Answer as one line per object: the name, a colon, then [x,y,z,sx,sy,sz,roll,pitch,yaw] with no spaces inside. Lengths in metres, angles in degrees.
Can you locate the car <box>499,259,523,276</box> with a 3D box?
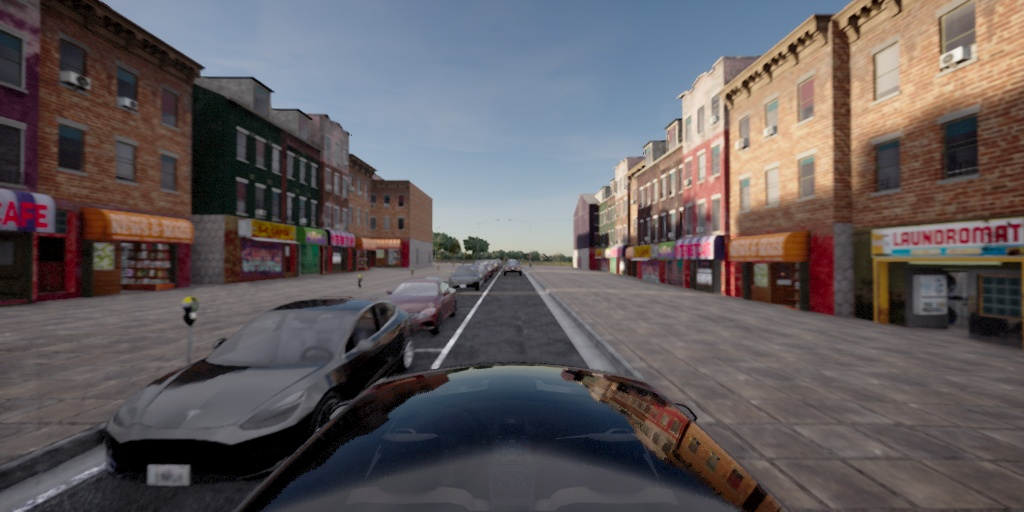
car: [0.081,1.200,36.230,2.033,1.411,5.357,0,0,0]

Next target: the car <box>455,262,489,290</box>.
car: [-2.646,1.239,21.550,1.948,1.339,4.313,0,0,0]

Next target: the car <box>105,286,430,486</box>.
car: [-2.638,1.305,4.932,1.948,1.339,4.313,0,0,0]

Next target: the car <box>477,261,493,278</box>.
car: [-2.649,1.242,27.090,1.802,1.307,4.207,0,0,0]

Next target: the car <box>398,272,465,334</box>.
car: [-2.641,1.298,10.474,1.802,1.307,4.207,0,0,0]

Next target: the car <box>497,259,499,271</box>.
car: [-2.655,1.177,37.996,1.751,1.417,4.829,0,0,0]

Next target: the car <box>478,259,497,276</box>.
car: [-2.652,1.093,32.628,1.967,1.591,4.097,0,0,0]
